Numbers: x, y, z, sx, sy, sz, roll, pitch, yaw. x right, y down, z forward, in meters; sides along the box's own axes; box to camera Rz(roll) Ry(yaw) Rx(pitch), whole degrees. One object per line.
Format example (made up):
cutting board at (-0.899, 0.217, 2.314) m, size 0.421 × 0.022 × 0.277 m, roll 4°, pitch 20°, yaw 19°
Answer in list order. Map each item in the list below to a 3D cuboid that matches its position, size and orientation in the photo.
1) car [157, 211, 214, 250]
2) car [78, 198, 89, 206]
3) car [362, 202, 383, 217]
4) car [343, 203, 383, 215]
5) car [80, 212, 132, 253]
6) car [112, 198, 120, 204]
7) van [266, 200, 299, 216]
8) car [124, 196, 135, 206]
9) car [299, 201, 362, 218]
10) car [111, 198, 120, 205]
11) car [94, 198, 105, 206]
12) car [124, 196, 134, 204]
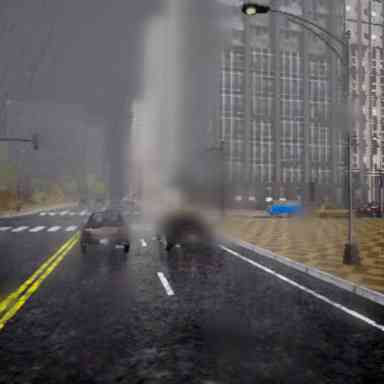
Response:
car at (-0.466, 1.607, 15.016) m, size 1.882 × 1.535 × 5.008 m, roll 1°, pitch 0°, yaw -12°
car at (-22.835, 2.077, 70.312) m, size 1.837 × 1.490 × 4.892 m, roll 1°, pitch -1°, yaw -13°
car at (18.007, 1.705, 31.968) m, size 4.097 × 1.590 × 1.967 m, roll 0°, pitch -2°, yaw -13°
car at (21.335, 2.117, 40.995) m, size 4.829 × 1.417 × 1.752 m, roll 0°, pitch -2°, yaw -13°
car at (-3.603, 1.578, 14.148) m, size 2.128 × 1.511 × 4.902 m, roll 1°, pitch 0°, yaw -12°
car at (-19.304, 2.233, 84.302) m, size 1.812 × 1.442 × 4.674 m, roll 1°, pitch -1°, yaw -13°
van at (10.614, 1.844, 38.464) m, size 3.998 × 1.788 × 1.690 m, roll 0°, pitch -2°, yaw -13°
car at (-13.585, 2.253, 73.619) m, size 2.033 × 1.411 × 5.357 m, roll 1°, pitch -1°, yaw -13°
car at (12.738, 1.747, 30.719) m, size 4.829 × 1.417 × 1.752 m, roll 0°, pitch -2°, yaw -13°
car at (-16.840, 2.200, 73.286) m, size 1.812 × 1.442 × 4.674 m, roll 1°, pitch -1°, yaw -13°
car at (-19.663, 2.119, 71.021) m, size 1.837 × 1.490 × 4.892 m, roll 1°, pitch -1°, yaw -13°
car at (-16.136, 1.976, 85.045) m, size 2.150 × 2.045 × 5.566 m, roll 1°, pitch -1°, yaw -13°
